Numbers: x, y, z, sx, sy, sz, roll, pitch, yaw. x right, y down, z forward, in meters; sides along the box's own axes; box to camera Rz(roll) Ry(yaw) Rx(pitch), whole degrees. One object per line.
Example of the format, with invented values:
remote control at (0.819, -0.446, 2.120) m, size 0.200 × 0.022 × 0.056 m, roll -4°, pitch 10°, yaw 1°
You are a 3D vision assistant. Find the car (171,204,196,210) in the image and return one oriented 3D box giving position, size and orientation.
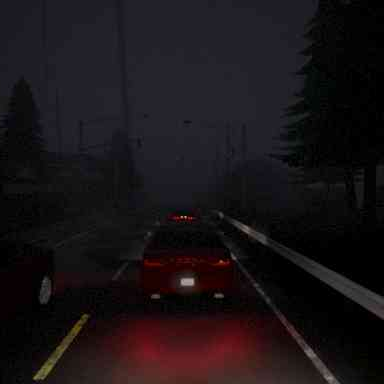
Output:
car at (-0.477, 1.476, 18.860) m, size 1.837 × 1.490 × 4.892 m, roll 0°, pitch 0°, yaw -2°

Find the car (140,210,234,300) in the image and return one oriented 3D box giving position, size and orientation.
car at (-0.152, 1.464, 8.452) m, size 1.882 × 1.535 × 5.008 m, roll 0°, pitch 0°, yaw -2°

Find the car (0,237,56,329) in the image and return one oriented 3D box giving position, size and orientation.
car at (-3.720, 1.470, 4.953) m, size 1.882 × 1.535 × 5.008 m, roll 0°, pitch 0°, yaw -2°

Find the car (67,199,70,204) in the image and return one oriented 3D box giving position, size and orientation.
car at (-22.005, 1.392, 55.597) m, size 2.242 × 1.667 × 4.611 m, roll 0°, pitch 0°, yaw -3°

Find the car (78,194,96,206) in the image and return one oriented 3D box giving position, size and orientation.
car at (-16.163, 1.231, 51.505) m, size 1.905 × 1.878 × 3.866 m, roll 0°, pitch 0°, yaw -3°
